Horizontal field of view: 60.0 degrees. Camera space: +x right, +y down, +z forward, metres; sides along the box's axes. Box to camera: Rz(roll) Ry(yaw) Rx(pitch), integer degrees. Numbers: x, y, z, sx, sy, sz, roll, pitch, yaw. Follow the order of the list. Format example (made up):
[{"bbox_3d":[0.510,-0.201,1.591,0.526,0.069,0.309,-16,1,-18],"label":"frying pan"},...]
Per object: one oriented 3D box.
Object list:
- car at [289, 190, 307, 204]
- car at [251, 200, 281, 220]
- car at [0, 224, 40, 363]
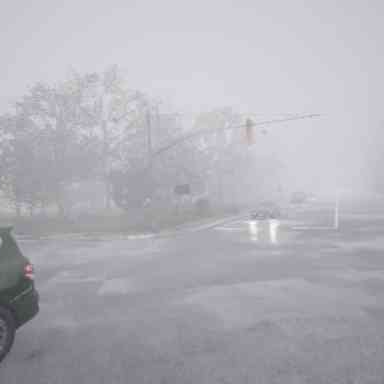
[{"bbox_3d":[16.075,0.810,50.197,2.150,2.045,5.566,-4,1,24],"label":"car"},{"bbox_3d":[6.155,1.437,27.475,1.837,1.490,4.892,-4,1,24],"label":"car"},{"bbox_3d":[-4.358,1.544,3.475,2.150,2.045,5.566,-4,0,24],"label":"car"}]
